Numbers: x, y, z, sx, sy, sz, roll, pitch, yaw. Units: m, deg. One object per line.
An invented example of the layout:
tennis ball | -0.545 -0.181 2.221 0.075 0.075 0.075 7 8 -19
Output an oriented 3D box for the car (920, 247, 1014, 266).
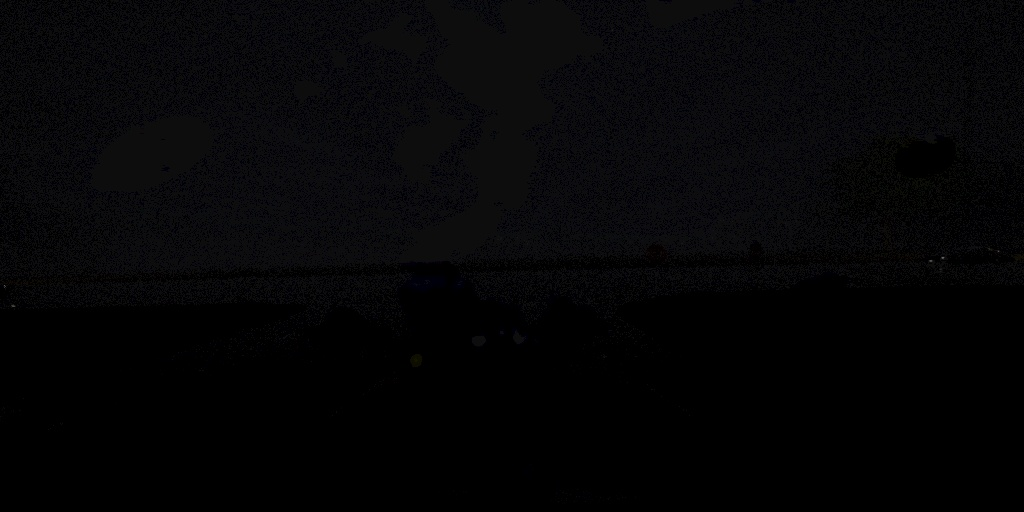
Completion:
car | 34.981 0.000 27.589 5.357 1.411 2.033 -1 3 0

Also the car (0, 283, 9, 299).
car | -32.513 1.904 20.774 5.008 1.535 1.882 -2 3 0
